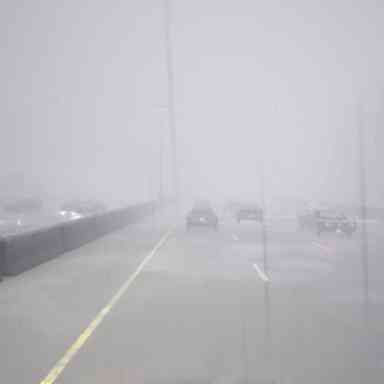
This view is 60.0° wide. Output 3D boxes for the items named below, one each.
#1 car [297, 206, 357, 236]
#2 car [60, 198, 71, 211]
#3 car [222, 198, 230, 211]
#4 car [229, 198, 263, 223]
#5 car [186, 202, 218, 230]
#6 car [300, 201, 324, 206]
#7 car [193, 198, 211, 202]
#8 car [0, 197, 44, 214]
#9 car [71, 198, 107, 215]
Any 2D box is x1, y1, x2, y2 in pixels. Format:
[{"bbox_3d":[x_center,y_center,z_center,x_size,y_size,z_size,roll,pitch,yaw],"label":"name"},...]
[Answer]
[{"bbox_3d":[7.589,1.708,19.260,1.895,1.301,4.718,1,0,2],"label":"car"},{"bbox_3d":[-13.027,1.358,37.075,1.994,1.385,4.181,1,0,3],"label":"car"},{"bbox_3d":[4.663,1.482,39.344,1.812,1.442,4.674,1,1,2],"label":"car"},{"bbox_3d":[4.283,1.526,25.966,1.882,1.535,5.008,1,0,2],"label":"car"},{"bbox_3d":[0.654,1.591,21.577,1.994,1.385,4.181,1,0,2],"label":"car"},{"bbox_3d":[11.449,1.616,31.747,1.812,1.442,4.674,1,0,2],"label":"car"},{"bbox_3d":[1.136,1.422,38.349,2.128,1.511,4.902,1,1,2],"label":"car"},{"bbox_3d":[-16.676,1.262,33.127,1.882,1.535,5.008,1,0,2],"label":"car"},{"bbox_3d":[-9.708,1.429,32.197,1.994,1.385,4.181,1,0,2],"label":"car"}]
